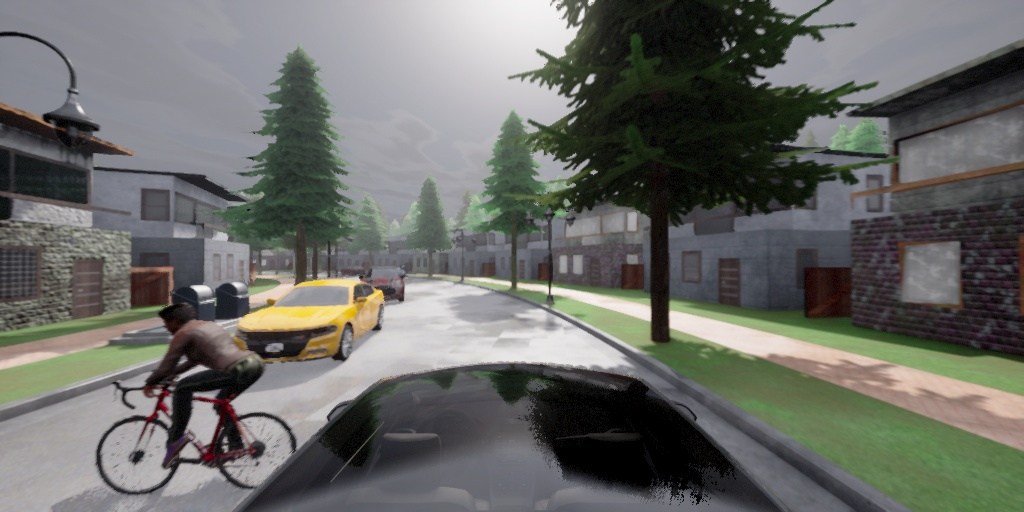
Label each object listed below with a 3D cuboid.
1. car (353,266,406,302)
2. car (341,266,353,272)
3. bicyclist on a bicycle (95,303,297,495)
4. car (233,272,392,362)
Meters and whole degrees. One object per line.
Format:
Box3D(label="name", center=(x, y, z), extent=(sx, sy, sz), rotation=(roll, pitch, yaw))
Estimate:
Box3D(label="car", center=(-6.567, 1.326, 18.256), extent=(2.097, 1.767, 4.553), rotation=(0, -1, -18))
Box3D(label="car", center=(-20.877, 1.973, 47.414), extent=(4.718, 1.301, 1.895), rotation=(-1, -1, 44))
Box3D(label="bicyclist on a bicycle", center=(-2.693, 1.226, 3.075), extent=(1.656, 1.620, 0.582), rotation=(-1, -1, -3))
Box3D(label="car", center=(-4.412, 1.325, 8.610), extent=(1.882, 1.535, 5.008), rotation=(0, -1, -8))
